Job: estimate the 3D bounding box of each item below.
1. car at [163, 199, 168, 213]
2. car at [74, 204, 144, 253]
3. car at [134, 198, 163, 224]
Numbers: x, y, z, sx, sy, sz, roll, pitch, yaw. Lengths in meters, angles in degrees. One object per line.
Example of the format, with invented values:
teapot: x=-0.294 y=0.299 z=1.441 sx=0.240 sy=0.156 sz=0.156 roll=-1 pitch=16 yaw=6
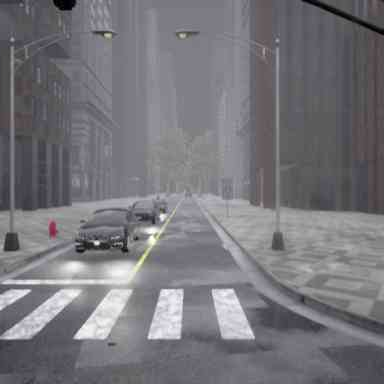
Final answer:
car: x=-3.448 y=1.369 z=33.887 sx=2.033 sy=1.411 sz=5.357 roll=0 pitch=0 yaw=0
car: x=-3.250 y=1.436 z=13.469 sx=1.837 sy=1.490 sz=4.892 roll=0 pitch=0 yaw=-2
car: x=-3.348 y=1.356 z=23.555 sx=1.882 sy=1.535 sz=5.008 roll=0 pitch=0 yaw=-1
